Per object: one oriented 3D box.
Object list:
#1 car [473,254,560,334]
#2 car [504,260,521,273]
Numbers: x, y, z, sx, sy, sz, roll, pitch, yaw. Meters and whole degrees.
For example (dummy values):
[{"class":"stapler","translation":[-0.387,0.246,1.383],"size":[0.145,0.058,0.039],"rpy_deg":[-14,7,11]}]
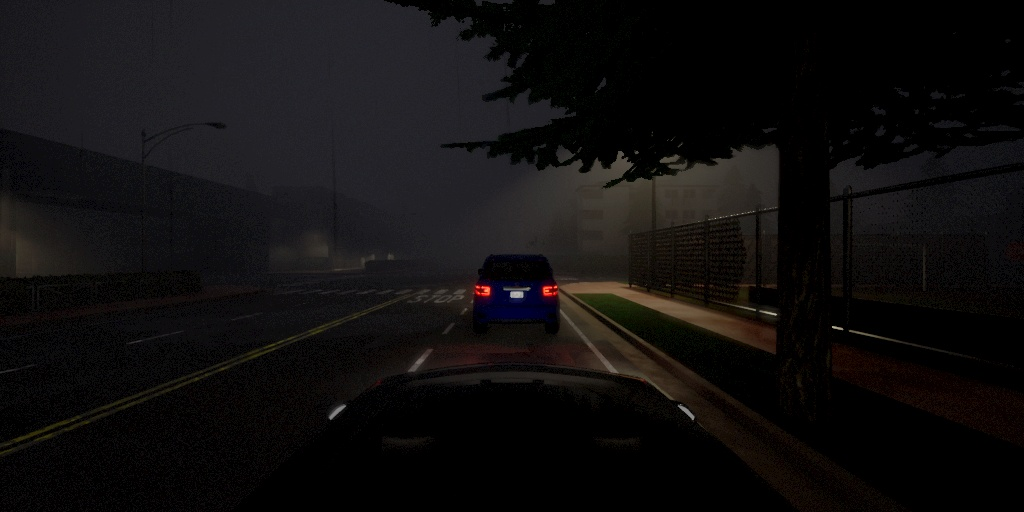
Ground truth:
[{"class":"car","translation":[0.115,0.972,10.809],"size":[2.150,2.045,5.566],"rpy_deg":[0,0,0]},{"class":"car","translation":[0.022,1.241,45.675],"size":[2.128,1.511,4.902],"rpy_deg":[0,0,0]}]
